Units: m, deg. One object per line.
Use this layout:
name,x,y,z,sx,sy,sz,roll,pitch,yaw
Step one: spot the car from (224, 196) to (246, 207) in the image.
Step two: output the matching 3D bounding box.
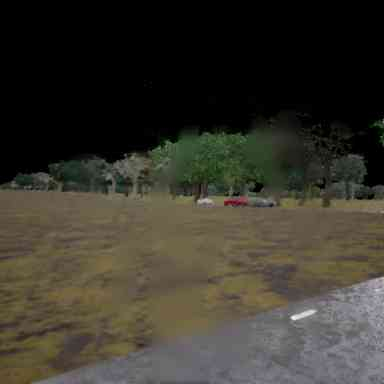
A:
car,8.884,1.935,67.629,2.150,2.045,5.566,3,-2,-35

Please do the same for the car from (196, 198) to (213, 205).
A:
car,2.857,2.139,76.088,1.812,1.442,4.674,3,-2,-35

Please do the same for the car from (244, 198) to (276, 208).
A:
car,11.939,2.050,57.163,2.033,1.411,5.357,3,-2,-35
